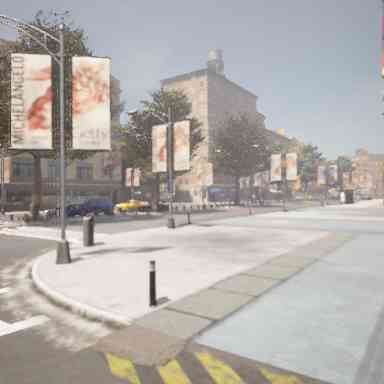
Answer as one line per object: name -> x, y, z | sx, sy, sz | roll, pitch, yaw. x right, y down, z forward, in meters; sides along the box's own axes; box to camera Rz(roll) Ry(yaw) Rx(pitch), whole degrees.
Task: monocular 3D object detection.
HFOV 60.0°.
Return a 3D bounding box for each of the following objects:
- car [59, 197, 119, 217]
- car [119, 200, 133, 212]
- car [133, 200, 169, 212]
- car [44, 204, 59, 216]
car -> -11.175, 1.624, 36.508 | 2.150, 2.045, 5.566 | -1, -1, 35
car -> -8.475, 1.927, 46.335 | 1.882, 1.535, 5.008 | -1, -1, 36
car -> -5.239, 2.004, 44.843 | 1.895, 1.301, 4.718 | -1, -1, 36
car -> -14.396, 1.940, 37.995 | 2.128, 1.511, 4.902 | -1, -1, 36
